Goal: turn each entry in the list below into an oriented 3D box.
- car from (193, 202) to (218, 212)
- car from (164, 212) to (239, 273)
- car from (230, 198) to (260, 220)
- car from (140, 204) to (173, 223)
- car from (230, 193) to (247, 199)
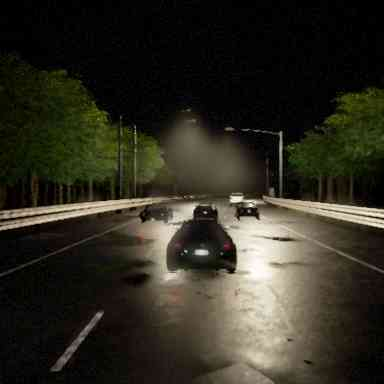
[{"bbox_3d":[1.152,1.547,27.473,1.994,1.385,4.181,0,0,4],"label":"car"},{"bbox_3d":[0.312,1.558,10.736,1.994,1.385,4.181,0,0,2],"label":"car"},{"bbox_3d":[4.584,1.531,28.204,2.033,1.411,5.357,0,0,4],"label":"car"},{"bbox_3d":[-2.536,1.582,25.044,1.895,1.301,4.718,0,0,4],"label":"car"},{"bbox_3d":[7.259,1.180,53.562,2.150,2.045,5.566,0,0,8],"label":"car"}]
